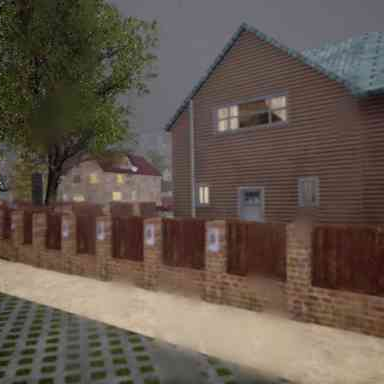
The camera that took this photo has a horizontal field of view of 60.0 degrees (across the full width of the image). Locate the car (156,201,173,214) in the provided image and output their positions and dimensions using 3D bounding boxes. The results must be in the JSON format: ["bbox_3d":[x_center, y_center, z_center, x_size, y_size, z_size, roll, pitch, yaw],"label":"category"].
[{"bbox_3d":[-2.361,1.677,37.307,1.895,1.301,4.718,-2,-1,30],"label":"car"}]

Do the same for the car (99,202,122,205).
[{"bbox_3d":[-7.172,1.635,28.872,1.837,1.490,4.892,-2,0,29],"label":"car"}]
